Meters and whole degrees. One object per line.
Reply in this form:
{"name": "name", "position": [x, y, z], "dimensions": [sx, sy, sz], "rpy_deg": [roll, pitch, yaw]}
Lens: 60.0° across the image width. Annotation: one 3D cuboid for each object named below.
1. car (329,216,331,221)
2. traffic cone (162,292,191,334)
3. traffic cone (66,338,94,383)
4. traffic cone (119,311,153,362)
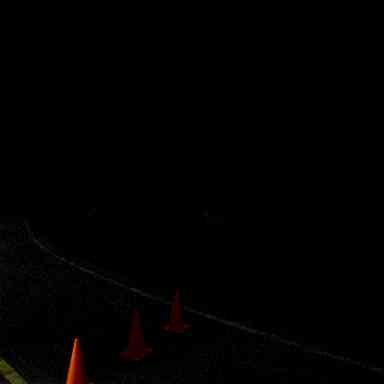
{"name": "car", "position": [35.639, 6.632, 82.728], "dimensions": [1.851, 1.617, 3.988], "rpy_deg": [-4, -3, 4]}
{"name": "traffic cone", "position": [-0.250, 1.931, 5.447], "dimensions": [0.340, 0.580, 0.340], "rpy_deg": [1, 1, 31]}
{"name": "traffic cone", "position": [-1.290, 1.945, 3.746], "dimensions": [0.340, 0.580, 0.340], "rpy_deg": [1, 1, 31]}
{"name": "traffic cone", "position": [-0.770, 1.938, 4.597], "dimensions": [0.340, 0.580, 0.340], "rpy_deg": [1, 1, 32]}
